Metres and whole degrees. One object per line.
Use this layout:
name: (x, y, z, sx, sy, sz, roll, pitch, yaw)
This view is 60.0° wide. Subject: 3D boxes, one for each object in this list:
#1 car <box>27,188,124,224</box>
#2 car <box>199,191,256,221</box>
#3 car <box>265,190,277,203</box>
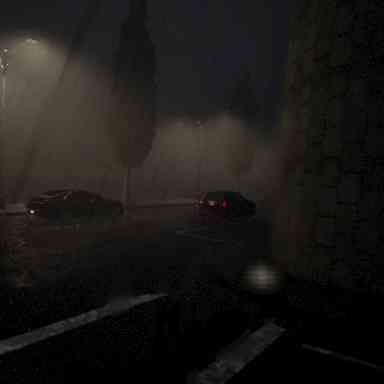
car: (-5.496, 0.596, 16.393, 1.837, 1.490, 4.892, 6, 3, 35)
car: (2.409, 0.733, 21.490, 2.097, 1.767, 4.553, 6, 3, 35)
car: (10.222, 0.563, 38.585, 1.882, 1.535, 5.008, 6, 3, 35)
